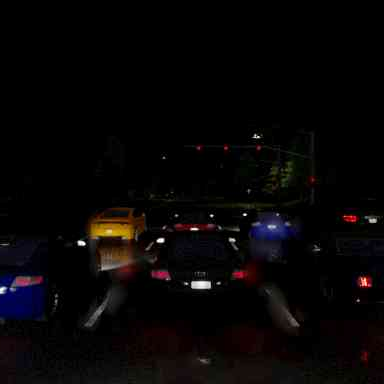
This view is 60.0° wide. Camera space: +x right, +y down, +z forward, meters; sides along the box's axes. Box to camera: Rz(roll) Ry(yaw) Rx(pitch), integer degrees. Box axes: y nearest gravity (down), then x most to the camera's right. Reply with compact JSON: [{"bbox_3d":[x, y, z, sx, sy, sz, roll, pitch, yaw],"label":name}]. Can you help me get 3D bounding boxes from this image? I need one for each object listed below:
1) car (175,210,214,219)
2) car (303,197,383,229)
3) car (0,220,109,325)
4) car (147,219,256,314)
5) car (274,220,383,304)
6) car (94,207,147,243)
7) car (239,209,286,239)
[{"bbox_3d":[0.104,1.564,16.117,1.994,1.385,4.181,0,0,0],"label":"car"},{"bbox_3d":[7.104,1.222,15.747,2.150,2.045,5.566,0,0,0],"label":"car"},{"bbox_3d":[-3.397,1.564,7.252,1.994,1.385,4.181,0,0,0],"label":"car"},{"bbox_3d":[0.116,1.564,7.713,1.994,1.385,4.181,0,0,-1],"label":"car"},{"bbox_3d":[3.602,1.601,8.065,1.895,1.301,4.718,0,0,0],"label":"car"},{"bbox_3d":[-3.397,1.478,16.183,1.882,1.535,5.008,0,0,0],"label":"car"},{"bbox_3d":[3.604,1.564,16.822,1.994,1.385,4.181,0,0,0],"label":"car"}]
